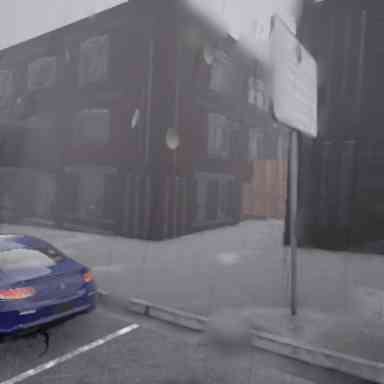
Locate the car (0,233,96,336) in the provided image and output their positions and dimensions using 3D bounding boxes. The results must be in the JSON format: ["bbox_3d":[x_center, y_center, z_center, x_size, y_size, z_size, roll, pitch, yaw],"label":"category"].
[{"bbox_3d":[-3.731,1.510,6.193,4.674,1.452,2.002,0,0,36],"label":"car"}]
